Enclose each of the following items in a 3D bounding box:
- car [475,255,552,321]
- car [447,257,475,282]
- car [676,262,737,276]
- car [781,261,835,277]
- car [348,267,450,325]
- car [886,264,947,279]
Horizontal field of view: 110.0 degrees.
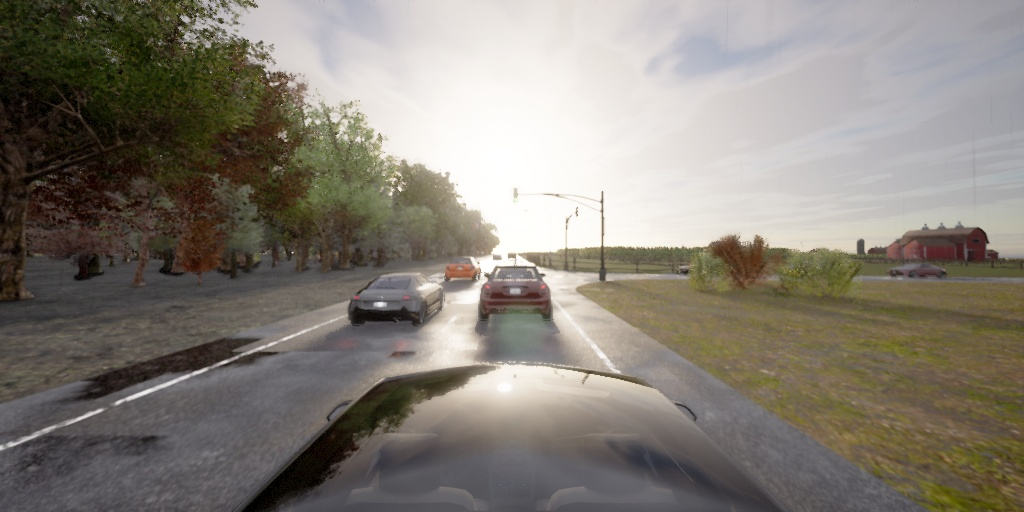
[{"bbox_3d":[0.103,0.980,12.076,2.097,1.767,4.553,0,1,0],"label":"car"},{"bbox_3d":[-3.406,0.820,25.697,2.097,1.767,4.553,0,1,0],"label":"car"},{"bbox_3d":[18.712,1.167,34.371,5.357,1.411,2.033,1,0,0],"label":"car"},{"bbox_3d":[28.550,1.219,34.331,4.902,1.511,2.128,1,0,0],"label":"car"},{"bbox_3d":[-3.402,1.202,11.266,1.994,1.385,4.181,0,1,0],"label":"car"},{"bbox_3d":[38.595,1.401,34.272,4.181,1.385,1.994,1,0,1],"label":"car"}]
